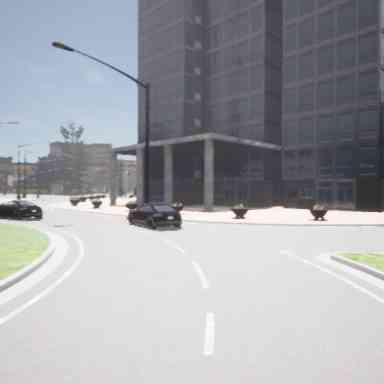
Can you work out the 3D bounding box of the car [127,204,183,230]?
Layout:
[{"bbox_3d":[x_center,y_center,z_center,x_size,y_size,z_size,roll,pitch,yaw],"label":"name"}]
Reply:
[{"bbox_3d":[-2.328,1.391,20.142,1.994,1.385,4.181,0,0,-34],"label":"car"}]

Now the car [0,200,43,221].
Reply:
[{"bbox_3d":[-13.086,1.303,24.760,4.181,1.385,1.994,1,0,28],"label":"car"}]
